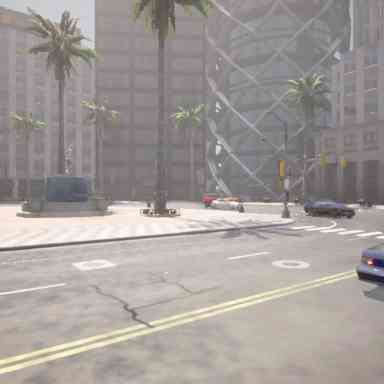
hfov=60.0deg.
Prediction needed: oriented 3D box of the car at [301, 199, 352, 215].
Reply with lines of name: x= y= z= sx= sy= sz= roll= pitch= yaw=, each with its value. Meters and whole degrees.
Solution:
car: x=13.977 y=1.525 z=34.693 sx=1.812 sy=1.442 sz=4.674 roll=0 pitch=0 yaw=-36

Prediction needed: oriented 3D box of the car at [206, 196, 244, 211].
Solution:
car: x=4.395 y=1.525 z=41.588 sx=1.812 sy=1.442 sz=4.674 roll=0 pitch=0 yaw=-42

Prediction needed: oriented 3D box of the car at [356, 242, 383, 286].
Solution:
car: x=6.197 y=1.547 z=8.193 sx=5.357 sy=1.411 sz=2.033 roll=0 pitch=0 yaw=-35

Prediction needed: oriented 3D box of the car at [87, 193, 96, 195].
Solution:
car: x=-16.891 y=1.223 z=55.486 sx=5.566 sy=2.045 sz=2.150 roll=0 pitch=0 yaw=3

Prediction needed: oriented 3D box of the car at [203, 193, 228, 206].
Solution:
car: x=4.064 y=1.221 z=46.967 sx=5.566 sy=2.045 sz=2.150 roll=0 pitch=0 yaw=40

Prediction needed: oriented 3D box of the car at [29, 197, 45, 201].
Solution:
car: x=-27.984 y=1.564 z=61.633 sx=4.181 sy=1.385 sz=1.994 roll=0 pitch=0 yaw=-10

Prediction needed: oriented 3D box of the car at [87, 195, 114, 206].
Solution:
car: x=-14.274 y=1.564 z=51.685 sx=4.181 sy=1.385 sz=1.994 roll=0 pitch=0 yaw=7

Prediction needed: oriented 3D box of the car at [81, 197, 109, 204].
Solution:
car: x=-18.220 y=1.601 z=62.516 sx=4.718 sy=1.301 sz=1.895 roll=0 pitch=0 yaw=1

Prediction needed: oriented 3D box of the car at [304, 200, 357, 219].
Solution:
car: x=12.077 y=1.601 z=29.266 sx=1.895 sy=1.301 sz=4.718 roll=0 pitch=0 yaw=-17
